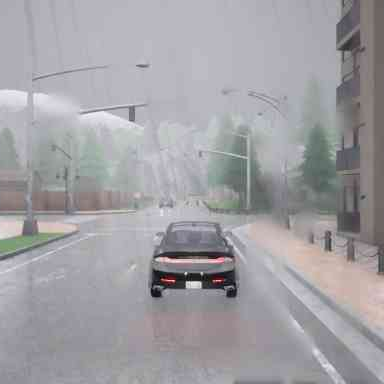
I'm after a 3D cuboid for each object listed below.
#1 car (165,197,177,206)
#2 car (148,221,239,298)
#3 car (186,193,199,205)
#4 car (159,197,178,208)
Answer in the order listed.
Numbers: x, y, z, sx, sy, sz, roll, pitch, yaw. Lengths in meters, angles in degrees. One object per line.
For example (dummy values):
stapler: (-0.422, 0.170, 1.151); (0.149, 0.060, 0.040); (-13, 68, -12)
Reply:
car: (-3.596, 1.543, 57.943); (1.812, 1.442, 4.674); (0, 0, 0)
car: (0.052, 1.494, 8.529); (2.128, 1.511, 4.902); (0, 0, 0)
car: (0.083, 1.240, 61.052); (2.150, 2.045, 5.566); (0, 0, 0)
car: (-3.605, 1.506, 47.841); (2.128, 1.511, 4.902); (0, 0, 0)
